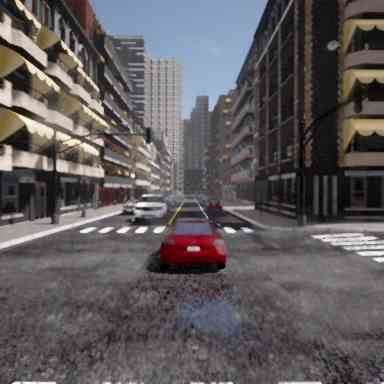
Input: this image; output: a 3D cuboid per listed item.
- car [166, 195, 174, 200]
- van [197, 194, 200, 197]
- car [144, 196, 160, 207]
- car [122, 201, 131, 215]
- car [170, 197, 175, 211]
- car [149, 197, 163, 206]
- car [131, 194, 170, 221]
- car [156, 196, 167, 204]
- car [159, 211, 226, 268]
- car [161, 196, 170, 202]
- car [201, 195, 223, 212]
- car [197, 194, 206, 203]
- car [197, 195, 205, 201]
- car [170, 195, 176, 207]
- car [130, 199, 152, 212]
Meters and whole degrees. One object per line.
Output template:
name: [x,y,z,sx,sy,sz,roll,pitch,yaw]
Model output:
car: [-6.190,1.548,94.145,2.008,1.369,4.403,0,0,0]
van: [2.330,1.336,66.543,1.690,1.788,3.998,0,0,0]
car: [-5.964,1.418,49.922,1.967,1.590,4.097,0,0,0]
car: [-5.877,1.528,33.339,2.008,1.369,4.403,0,0,0]
car: [-3.275,1.546,37.004,1.994,1.385,4.181,0,0,1]
car: [-5.992,1.561,55.451,1.802,1.307,4.206,0,0,0]
car: [-3.226,1.204,26.942,2.150,2.045,5.566,0,0,-1]
car: [-6.047,1.507,66.336,1.752,1.417,4.829,0,0,0]
car: [0.033,1.557,11.325,1.994,1.385,4.181,0,0,0]
car: [-6.104,1.568,77.562,1.802,1.307,4.206,0,0,0]
car: [2.473,1.431,38.905,1.967,1.590,4.097,0,0,0]
car: [2.389,1.543,55.488,2.008,1.369,4.403,0,0,0]
car: [2.247,1.547,83.128,1.887,1.381,4.507,0,0,0]
car: [-3.269,1.474,47.196,2.128,1.511,4.902,0,0,0]
car: [-5.906,1.544,38.867,1.947,1.339,4.313,0,0,0]
